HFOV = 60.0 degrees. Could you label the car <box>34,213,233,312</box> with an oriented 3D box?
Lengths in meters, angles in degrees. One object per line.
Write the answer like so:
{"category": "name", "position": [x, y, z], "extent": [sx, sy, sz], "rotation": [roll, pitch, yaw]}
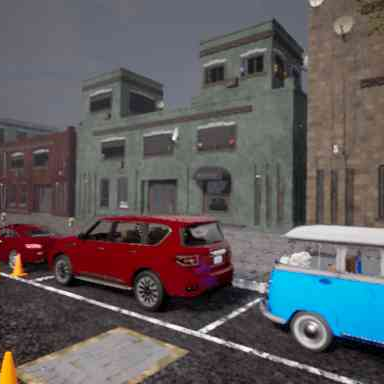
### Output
{"category": "car", "position": [-1.397, 1.442, 8.086], "extent": [5.009, 1.841, 2.192], "rotation": [0, -1, 37]}

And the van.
{"category": "van", "position": [3.043, 1.442, 4.758], "extent": [3.998, 1.788, 1.690], "rotation": [0, -1, 37]}

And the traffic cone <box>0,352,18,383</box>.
{"category": "traffic cone", "position": [-1.960, 2.006, 3.546], "extent": [0.340, 0.580, 0.340], "rotation": [0, -1, 37]}

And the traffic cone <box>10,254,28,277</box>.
{"category": "traffic cone", "position": [-4.962, 2.083, 9.545], "extent": [0.340, 0.580, 0.340], "rotation": [0, -1, 37]}

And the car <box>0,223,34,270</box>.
{"category": "car", "position": [-5.837, 1.734, 11.411], "extent": [4.206, 1.307, 1.802], "rotation": [0, -1, 37]}
